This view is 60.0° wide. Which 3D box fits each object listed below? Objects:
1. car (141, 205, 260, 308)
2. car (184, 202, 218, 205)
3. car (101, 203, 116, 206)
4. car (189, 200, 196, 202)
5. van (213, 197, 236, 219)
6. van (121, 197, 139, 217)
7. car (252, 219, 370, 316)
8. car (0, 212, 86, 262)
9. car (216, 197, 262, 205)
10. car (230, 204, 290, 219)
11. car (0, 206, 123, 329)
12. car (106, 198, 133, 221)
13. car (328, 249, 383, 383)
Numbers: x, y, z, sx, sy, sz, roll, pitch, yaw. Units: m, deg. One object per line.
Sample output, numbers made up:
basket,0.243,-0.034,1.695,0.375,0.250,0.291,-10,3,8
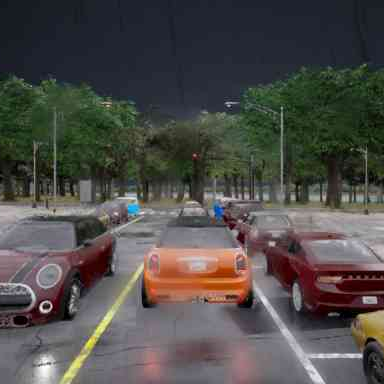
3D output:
car,0.106,1.352,8.071,2.097,1.767,4.553,0,0,0
car,0.113,1.493,17.285,2.128,1.511,4.902,0,0,0
car,-5.748,1.527,18.112,1.752,1.417,4.829,0,0,0
car,0.022,1.460,27.230,1.801,1.575,5.366,0,0,1
van,2.787,1.346,29.149,1.690,1.788,3.998,0,0,0
van,-5.738,1.346,29.157,1.690,1.788,3.998,0,0,0
car,2.767,1.545,7.399,1.887,1.381,4.507,0,0,0
car,-5.753,1.567,12.844,1.947,1.339,4.313,0,0,0
car,2.777,1.317,18.274,2.192,1.841,5.009,0,0,0
car,2.772,1.441,12.836,1.967,1.590,4.097,0,0,0
car,-3.091,1.352,7.248,2.097,1.767,4.553,0,0,0
car,-5.743,1.443,23.719,1.967,1.590,4.097,0,0,0
car,2.762,1.525,2.131,1.752,1.417,4.829,0,0,0
